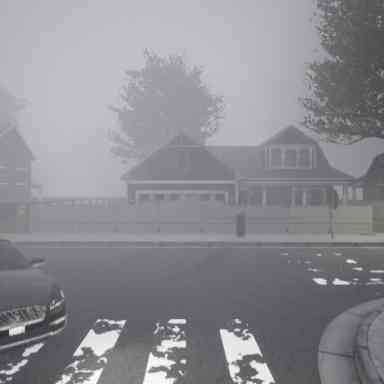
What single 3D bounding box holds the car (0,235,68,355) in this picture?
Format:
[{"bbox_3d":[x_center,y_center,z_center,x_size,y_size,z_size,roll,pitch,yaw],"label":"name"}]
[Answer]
[{"bbox_3d":[-3.973,1.513,5.807,4.892,1.490,1.837,-1,-3,42],"label":"car"}]
